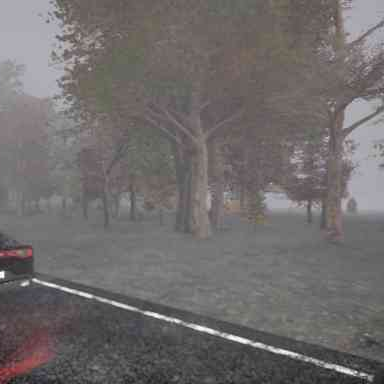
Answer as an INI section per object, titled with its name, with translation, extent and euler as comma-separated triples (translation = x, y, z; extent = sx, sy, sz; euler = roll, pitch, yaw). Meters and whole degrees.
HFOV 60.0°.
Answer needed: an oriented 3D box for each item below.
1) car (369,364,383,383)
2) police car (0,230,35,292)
[car]
translation = 3.305, 1.459, 1.184
extent = 4.902, 1.511, 2.128
euler = -1, -1, 36
[police car]
translation = -5.700, 1.397, 7.693
extent = 5.238, 1.638, 1.930
euler = -1, -2, 36
